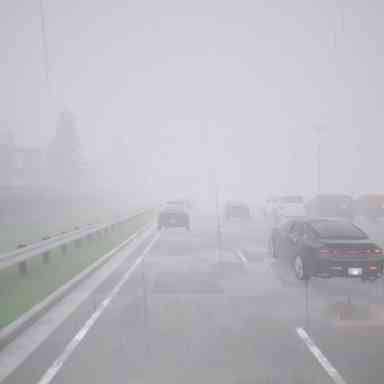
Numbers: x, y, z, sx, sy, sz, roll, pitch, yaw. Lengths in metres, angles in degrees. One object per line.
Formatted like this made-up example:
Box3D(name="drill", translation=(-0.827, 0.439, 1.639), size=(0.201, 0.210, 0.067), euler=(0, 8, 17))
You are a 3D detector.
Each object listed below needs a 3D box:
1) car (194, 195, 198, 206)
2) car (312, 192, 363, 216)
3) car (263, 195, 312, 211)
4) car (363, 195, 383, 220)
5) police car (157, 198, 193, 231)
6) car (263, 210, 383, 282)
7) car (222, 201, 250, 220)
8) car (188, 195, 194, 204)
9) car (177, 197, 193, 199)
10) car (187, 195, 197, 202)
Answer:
Box3D(name="car", translation=(0.001, 1.481, 54.358), size=(2.128, 1.511, 4.902), euler=(0, 0, 0))
Box3D(name="car", translation=(10.599, 1.216, 25.866), size=(2.150, 2.045, 5.566), euler=(0, 0, 0))
Box3D(name="car", translation=(7.100, 1.216, 25.861), size=(2.150, 2.045, 5.566), euler=(0, 0, 0))
Box3D(name="car", translation=(14.100, 1.216, 25.861), size=(2.150, 2.045, 5.566), euler=(0, 0, 0))
Box3D(name="police car", translation=(-1.050, 1.421, 20.846), size=(1.930, 1.638, 5.238), euler=(0, 0, 0))
Box3D(name="car", translation=(3.601, 1.503, 9.762), size=(1.837, 1.490, 4.892), euler=(0, 0, 0))
Box3D(name="car", translation=(3.601, 1.472, 28.049), size=(1.882, 1.535, 5.008), euler=(0, 0, 0))
Box3D(name="car", translation=(-1.051, 1.344, 36.706), size=(2.097, 1.767, 4.553), euler=(0, 0, 0))
Box3D(name="car", translation=(-1.051, 1.500, 30.736), size=(1.837, 1.490, 4.892), euler=(0, 0, 0))
Box3D(name="car", translation=(0.001, 1.351, 70.104), size=(1.882, 1.535, 5.008), euler=(0, 0, 0))
